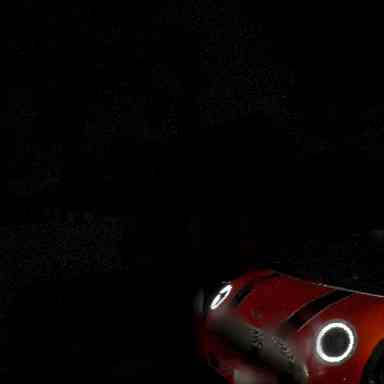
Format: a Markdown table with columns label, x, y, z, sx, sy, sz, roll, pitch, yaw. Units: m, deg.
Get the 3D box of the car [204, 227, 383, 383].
| label | x | y | z | sx | sy | sz | roll | pitch | yaw |
| --- | --- | --- | --- | --- | --- | --- | --- | --- | --- |
| car | 2.367 | 1.371 | 4.759 | 4.553 | 1.767 | 2.097 | 0 | 0 | -35 |
